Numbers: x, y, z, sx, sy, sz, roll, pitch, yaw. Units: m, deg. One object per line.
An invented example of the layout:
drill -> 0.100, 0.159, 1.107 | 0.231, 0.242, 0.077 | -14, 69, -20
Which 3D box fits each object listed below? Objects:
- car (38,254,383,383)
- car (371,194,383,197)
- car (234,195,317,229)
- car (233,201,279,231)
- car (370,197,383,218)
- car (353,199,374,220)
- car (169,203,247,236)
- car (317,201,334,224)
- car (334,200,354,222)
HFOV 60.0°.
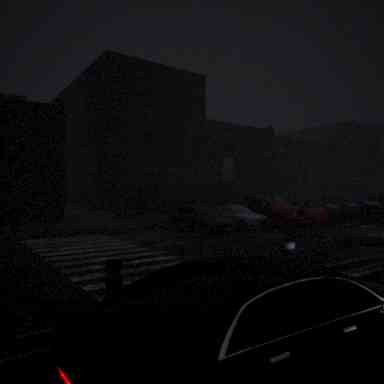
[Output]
car -> 0.940, 1.502, 3.806 | 4.892, 1.490, 1.837 | 0, 0, -35
car -> 20.680, 1.179, 33.386 | 2.435, 2.045, 5.566 | 0, 0, -36
car -> 4.973, 1.231, 22.166 | 2.435, 2.045, 5.566 | 0, 0, -36
car -> 2.712, 1.531, 20.588 | 2.002, 1.452, 4.674 | 0, 0, -36
car -> 13.936, 1.449, 28.597 | 2.097, 1.535, 5.008 | 0, 0, -36
car -> 11.691, 1.497, 26.997 | 2.002, 1.452, 4.674 | 0, 0, -36
car -> 0.486, 1.527, 18.959 | 2.163, 1.488, 4.792 | 0, 0, -36
car -> 7.219, 1.349, 23.767 | 2.185, 1.767, 4.553 | 0, 0, -36
car -> 9.341, 1.507, 25.318 | 2.002, 1.452, 4.674 | 0, 0, -36
